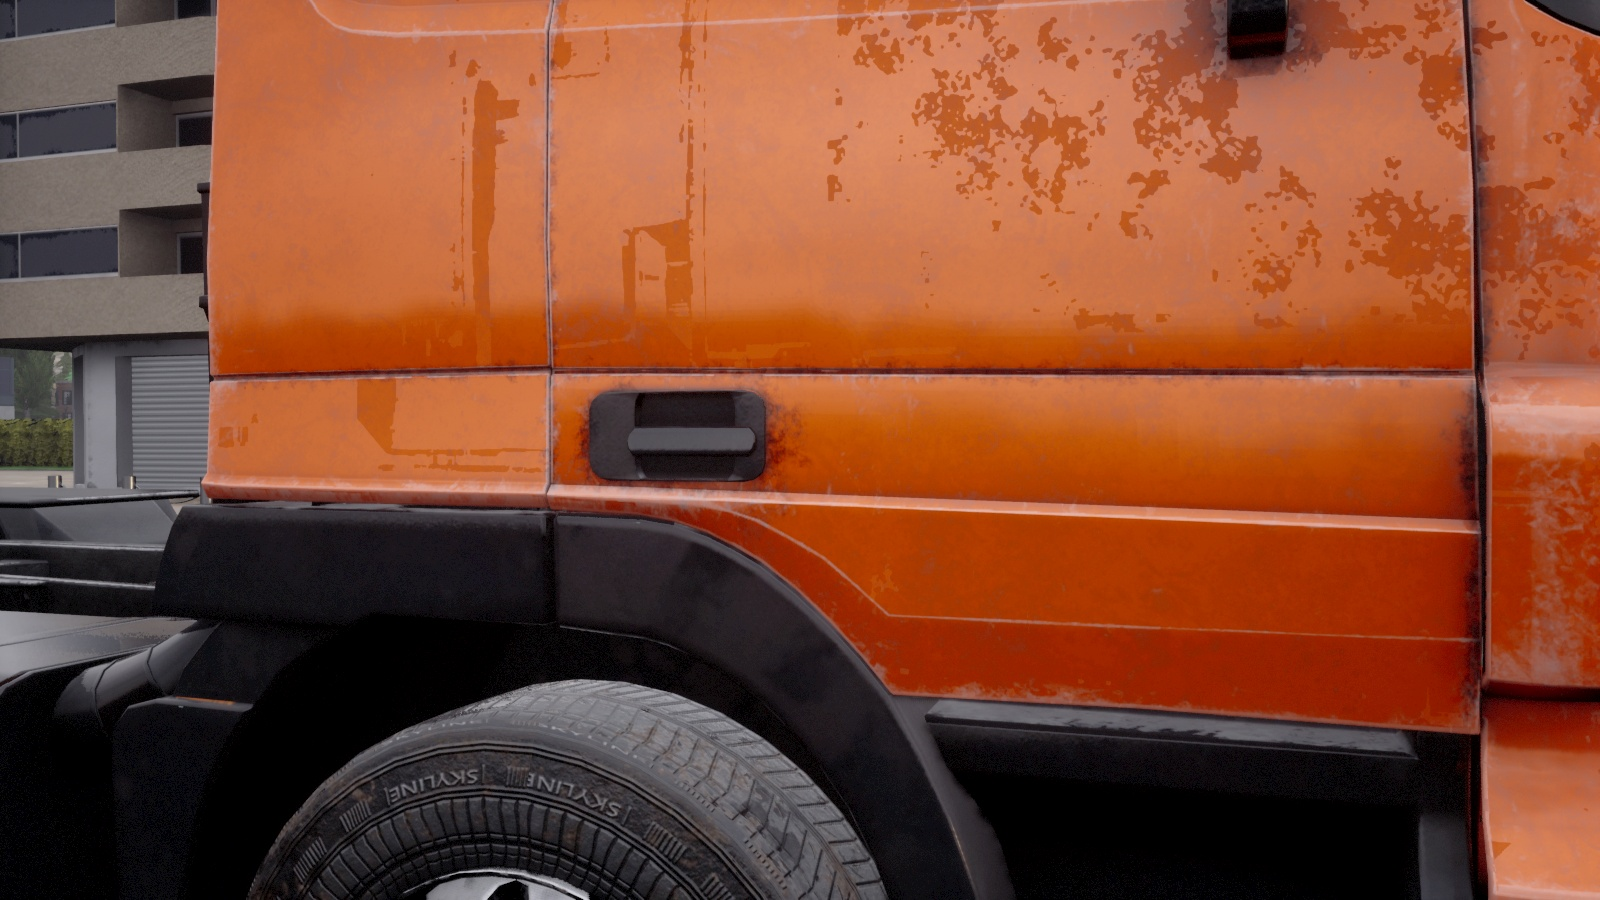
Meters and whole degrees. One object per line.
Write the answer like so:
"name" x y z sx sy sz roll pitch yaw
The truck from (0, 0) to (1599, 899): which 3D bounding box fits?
"truck" -2.190 -0.226 3.922 7.936 3.462 2.891 1 1 19
